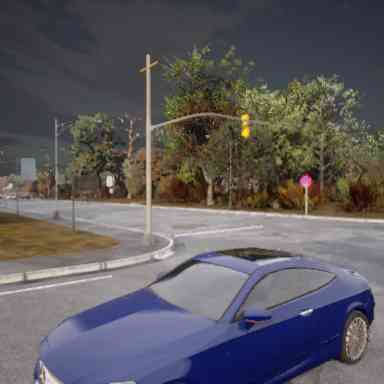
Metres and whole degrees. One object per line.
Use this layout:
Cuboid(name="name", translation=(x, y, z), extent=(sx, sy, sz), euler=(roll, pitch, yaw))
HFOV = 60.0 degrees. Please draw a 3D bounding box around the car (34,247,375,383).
Cuboid(name="car", translation=(0.558, 1.517, 4.270), extent=(4.674, 1.442, 1.812), euler=(0, 0, -36))
